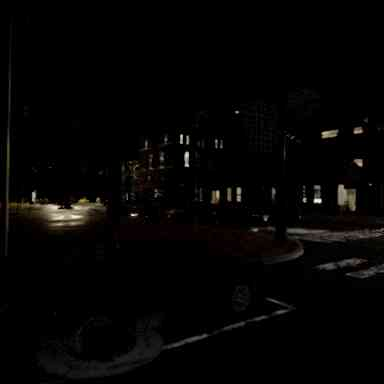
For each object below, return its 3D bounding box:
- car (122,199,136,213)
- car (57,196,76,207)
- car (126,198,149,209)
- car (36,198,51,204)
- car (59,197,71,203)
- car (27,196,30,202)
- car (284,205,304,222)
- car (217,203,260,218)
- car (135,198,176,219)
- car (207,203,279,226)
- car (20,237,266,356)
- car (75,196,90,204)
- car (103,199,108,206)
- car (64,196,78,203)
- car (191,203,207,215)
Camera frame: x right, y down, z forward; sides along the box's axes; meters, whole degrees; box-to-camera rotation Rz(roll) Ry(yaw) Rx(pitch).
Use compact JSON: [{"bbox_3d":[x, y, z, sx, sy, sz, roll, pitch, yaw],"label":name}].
[{"bbox_3d":[-7.164,1.753,40.469,1.812,1.442,4.674,1,-1,-35],"label":"car"},{"bbox_3d":[-21.845,1.806,57.085,1.752,1.417,4.829,1,-1,-35],"label":"car"},{"bbox_3d":[-8.690,1.834,52.906,1.967,1.590,4.097,1,-1,-35],"label":"car"},{"bbox_3d":[-31.427,1.927,70.912,1.947,1.339,4.313,1,-1,-35],"label":"car"},{"bbox_3d":[-34.027,2.157,89.373,2.008,1.369,4.403,1,-1,-35],"label":"car"},{"bbox_3d":[-37.655,1.940,79.897,1.752,1.417,4.829,1,-1,-35],"label":"car"},{"bbox_3d":[7.749,1.812,29.321,2.008,1.369,4.403,1,-1,-35],"label":"car"},{"bbox_3d":[4.626,1.852,33.827,1.947,1.339,4.313,1,-1,-35],"label":"car"},{"bbox_3d":[-3.075,1.562,29.779,1.967,1.590,4.097,1,-1,-35],"label":"car"},{"bbox_3d":[3.659,1.630,24.837,2.128,1.511,4.902,1,-1,-35],"label":"car"},{"bbox_3d":[-0.614,1.559,6.068,4.507,1.381,1.887,0,1,-35],"label":"car"},{"bbox_3d":[-24.638,2.052,75.826,1.752,1.417,4.829,1,-1,-35],"label":"car"},{"bbox_3d":[-15.055,1.886,62.000,1.967,1.590,4.097,1,-1,-35],"label":"car"},{"bbox_3d":[-30.863,1.894,84.814,2.192,1.841,5.009,1,-1,-35],"label":"car"},{"bbox_3d":[1.504,1.894,38.330,1.802,1.307,4.206,1,-1,-35],"label":"car"}]
